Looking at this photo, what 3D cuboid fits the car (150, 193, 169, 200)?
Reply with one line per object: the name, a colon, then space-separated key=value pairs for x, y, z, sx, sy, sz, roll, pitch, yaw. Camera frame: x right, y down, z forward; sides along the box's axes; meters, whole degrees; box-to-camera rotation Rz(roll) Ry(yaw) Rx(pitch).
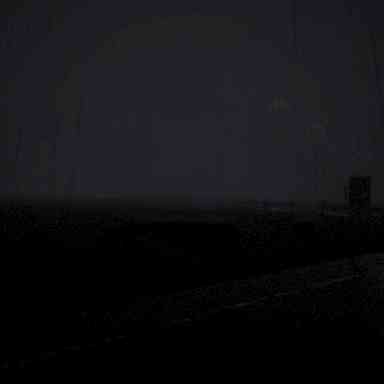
car: x=-6.335 y=0.914 z=64.346 sx=1.882 sy=1.535 sz=5.008 roll=0 pitch=1 yaw=-36
